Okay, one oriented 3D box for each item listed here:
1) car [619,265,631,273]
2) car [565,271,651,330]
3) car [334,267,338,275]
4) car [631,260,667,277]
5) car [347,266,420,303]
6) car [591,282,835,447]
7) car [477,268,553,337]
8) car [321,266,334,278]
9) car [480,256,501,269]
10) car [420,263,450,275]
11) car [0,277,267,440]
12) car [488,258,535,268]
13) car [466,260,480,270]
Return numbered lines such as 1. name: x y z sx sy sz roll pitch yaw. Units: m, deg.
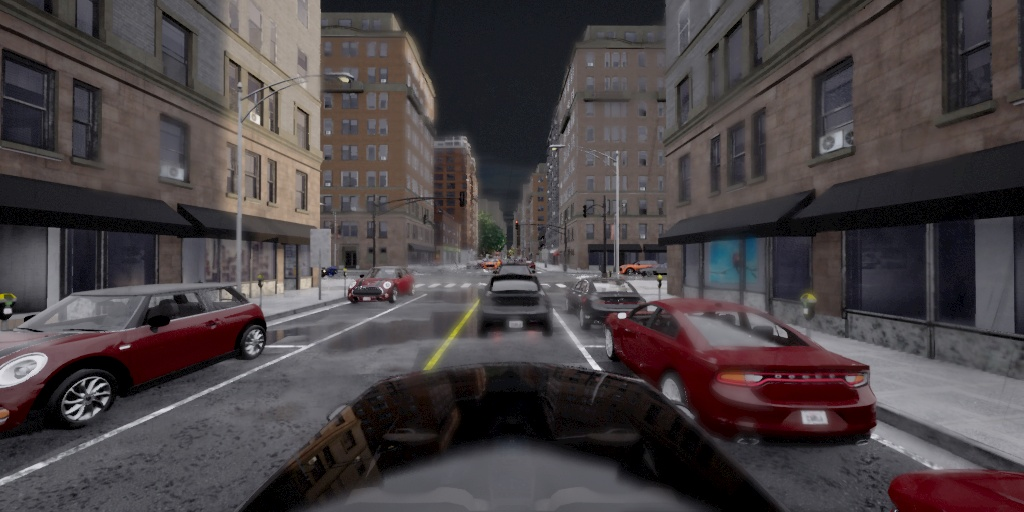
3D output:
1. car: 14.024 1.222 39.265 4.553 1.767 2.097 0 0 0
2. car: 2.683 1.303 10.889 2.007 1.370 4.403 0 0 0
3. car: -18.410 1.150 32.413 5.008 1.535 1.882 0 0 0
4. car: 15.189 1.395 36.004 5.357 1.411 2.033 0 0 0
5. car: -5.835 1.195 16.389 1.967 1.591 4.097 0 0 0
6. car: 2.675 1.296 5.397 1.888 1.381 4.507 0 0 0
7. car: 0.056 1.258 10.313 1.837 1.490 4.892 0 0 -1
8. car: -18.020 0.868 29.159 5.566 2.045 2.150 0 0 0
9. car: -3.133 1.145 53.745 2.097 1.767 4.553 0 0 0
10. car: -9.309 1.369 39.355 4.718 1.301 1.895 0 0 -19
11. car: -5.852 1.190 5.403 1.967 1.591 4.097 0 0 0
12. car: 0.120 1.108 17.728 2.097 1.767 4.553 0 0 0
13. car: -5.909 1.345 54.750 2.007 1.370 4.403 0 0 0
